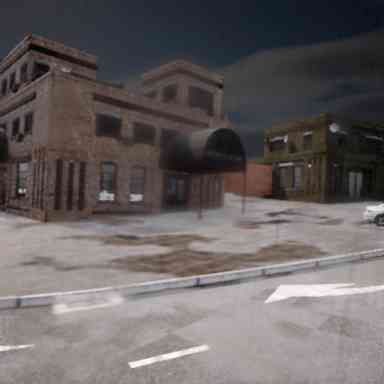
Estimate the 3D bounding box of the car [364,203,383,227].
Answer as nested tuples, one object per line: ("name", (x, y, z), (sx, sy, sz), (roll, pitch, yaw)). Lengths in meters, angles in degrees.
("car", (11.806, 1.131, 17.785), (4.674, 1.452, 2.002), (-2, 0, 44))
